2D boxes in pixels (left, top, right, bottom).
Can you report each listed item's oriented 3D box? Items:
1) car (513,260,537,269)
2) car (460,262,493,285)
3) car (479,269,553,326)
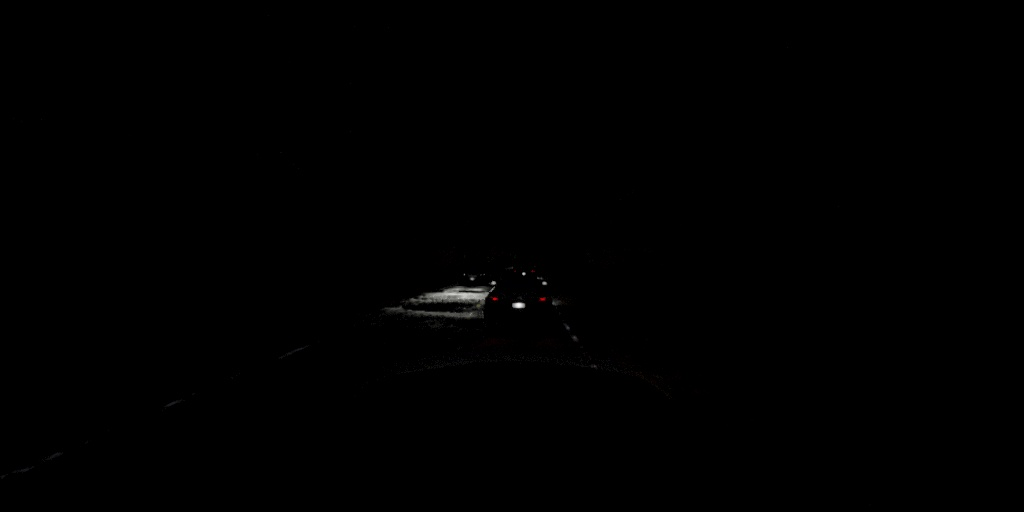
[{"bbox_3d":[1.015,1.286,28.544,1.994,1.385,4.181,0,0,4],"label":"car"},{"bbox_3d":[-2.398,1.205,25.413,2.128,1.511,4.902,0,0,4],"label":"car"},{"bbox_3d":[0.228,1.304,11.715,1.994,1.385,4.181,0,0,1],"label":"car"}]
